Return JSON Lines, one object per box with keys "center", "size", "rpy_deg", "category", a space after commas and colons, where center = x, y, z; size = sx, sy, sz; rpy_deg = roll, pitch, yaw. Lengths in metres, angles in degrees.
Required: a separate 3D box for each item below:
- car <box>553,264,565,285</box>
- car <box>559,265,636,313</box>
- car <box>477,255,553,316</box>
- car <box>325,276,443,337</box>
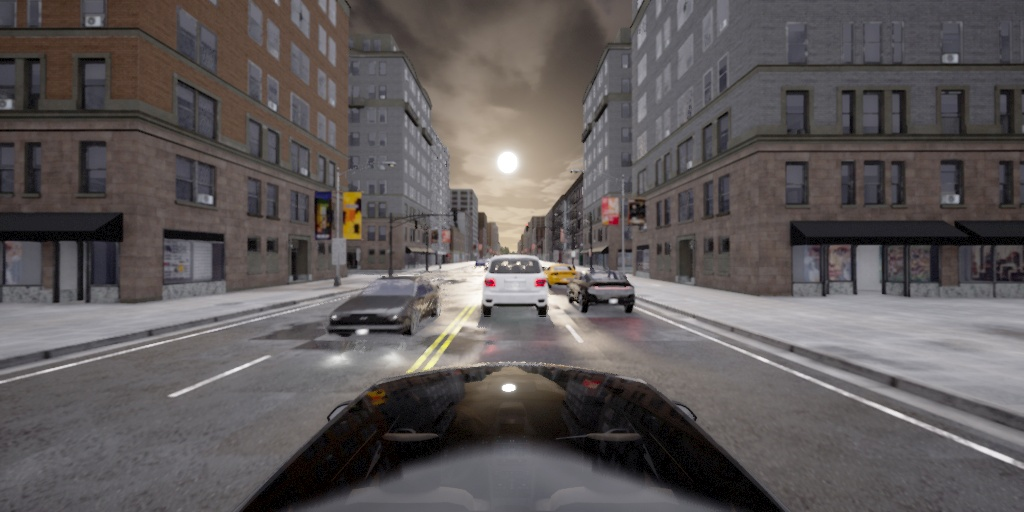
{"center": [3.242, 1.297, 24.307], "size": [1.882, 1.535, 5.008], "rpy_deg": [0, 0, 0], "category": "car"}
{"center": [3.336, 1.279, 14.167], "size": [2.128, 1.511, 4.902], "rpy_deg": [0, 0, 0], "category": "car"}
{"center": [0.096, 1.006, 13.640], "size": [2.150, 2.045, 5.566], "rpy_deg": [0, 0, 0], "category": "car"}
{"center": [-3.353, 1.324, 10.696], "size": [2.033, 1.411, 5.357], "rpy_deg": [0, 0, 0], "category": "car"}
